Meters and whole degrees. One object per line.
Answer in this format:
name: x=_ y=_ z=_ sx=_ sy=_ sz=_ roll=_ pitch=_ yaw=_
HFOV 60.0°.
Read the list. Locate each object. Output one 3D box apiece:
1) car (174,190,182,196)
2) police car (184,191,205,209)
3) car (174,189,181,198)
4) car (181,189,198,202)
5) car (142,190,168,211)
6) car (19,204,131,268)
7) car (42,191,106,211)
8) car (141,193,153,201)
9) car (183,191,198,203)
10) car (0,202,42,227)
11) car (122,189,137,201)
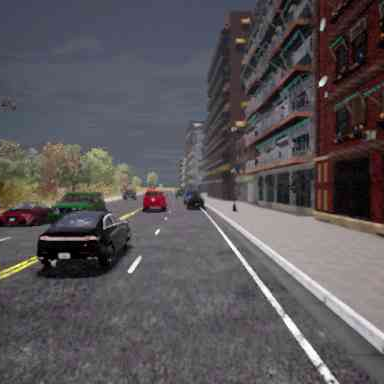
car: x=-4.008 y=0.326 z=93.875 sx=2.128 sy=1.511 sz=4.902 roll=0 pitch=1 yaw=-5
police car: x=0.368 y=0.983 z=36.384 sx=1.930 sy=1.638 sz=5.238 roll=0 pitch=1 yaw=-2
car: x=-2.383 y=0.293 z=72.423 sx=2.150 sy=2.045 sz=5.566 roll=0 pitch=1 yaw=-4
car: x=-0.009 y=0.667 z=46.348 sx=2.150 sy=2.045 sz=5.566 roll=0 pitch=1 yaw=-2
car: x=-3.681 y=0.817 z=33.678 sx=2.150 sy=2.045 sz=5.566 roll=0 pitch=1 yaw=-2
car: x=-3.226 y=1.360 z=10.774 sx=2.128 sy=1.511 sz=4.902 roll=0 pitch=1 yaw=0
car: x=-6.800 y=0.978 z=20.410 sx=2.150 sy=2.045 sz=5.566 roll=0 pitch=1 yaw=-1
car: x=-8.275 y=0.879 z=61.800 sx=1.895 sy=1.301 sz=4.718 roll=0 pitch=1 yaw=-3
car: x=-0.278 y=0.726 z=52.315 sx=2.097 sy=1.767 sz=4.553 roll=0 pitch=1 yaw=-3
car: x=-10.053 y=1.323 z=20.512 sx=1.994 sy=1.385 sz=4.181 roll=0 pitch=1 yaw=-1
car: x=-11.547 y=0.523 z=62.136 sx=2.150 sy=2.045 sz=5.566 roll=0 pitch=1 yaw=-3
